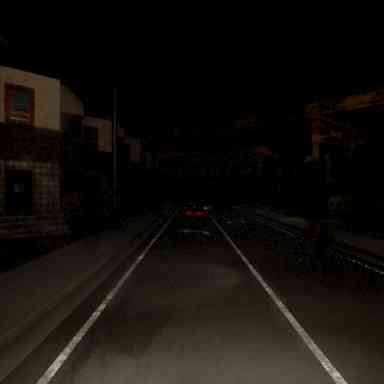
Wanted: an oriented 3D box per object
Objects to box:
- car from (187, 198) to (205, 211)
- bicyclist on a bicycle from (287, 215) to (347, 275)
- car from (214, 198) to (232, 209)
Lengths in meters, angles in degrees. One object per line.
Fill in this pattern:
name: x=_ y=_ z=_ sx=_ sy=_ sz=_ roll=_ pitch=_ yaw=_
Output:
car: x=0.442 y=1.489 z=39.833 sx=2.128 sy=1.511 sz=4.902 roll=0 pitch=0 yaw=4
bicyclist on a bicycle: x=3.365 y=1.447 z=9.004 sx=1.656 sy=1.620 sz=0.582 roll=-2 pitch=0 yaw=0
car: x=4.145 y=1.545 z=44.434 sx=2.033 sy=1.411 sz=5.357 roll=0 pitch=0 yaw=11
